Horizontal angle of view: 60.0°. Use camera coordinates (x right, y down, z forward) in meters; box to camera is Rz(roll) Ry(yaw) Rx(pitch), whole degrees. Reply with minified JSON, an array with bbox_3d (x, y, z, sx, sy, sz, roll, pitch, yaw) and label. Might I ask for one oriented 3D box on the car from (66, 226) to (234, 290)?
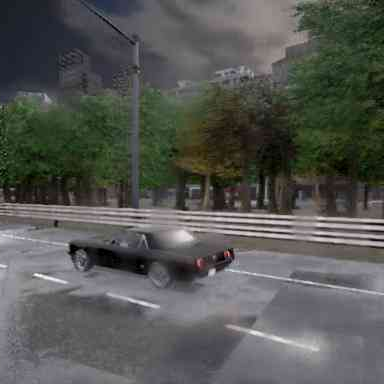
[{"bbox_3d":[-1.336,1.604,9.118,4.718,1.301,1.895,0,0,36],"label":"car"}]
